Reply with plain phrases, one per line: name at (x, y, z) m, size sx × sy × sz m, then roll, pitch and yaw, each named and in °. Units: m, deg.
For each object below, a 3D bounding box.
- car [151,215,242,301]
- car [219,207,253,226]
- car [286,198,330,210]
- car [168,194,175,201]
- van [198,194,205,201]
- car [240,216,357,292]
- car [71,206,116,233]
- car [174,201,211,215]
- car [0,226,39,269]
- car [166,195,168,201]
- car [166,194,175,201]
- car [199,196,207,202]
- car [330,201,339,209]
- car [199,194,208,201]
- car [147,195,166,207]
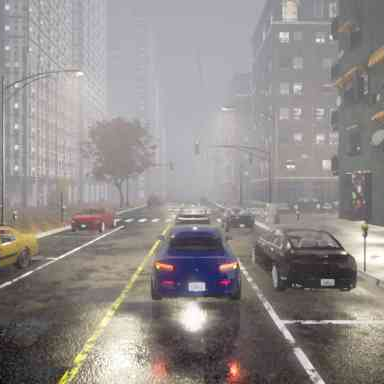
car at (0.078, 1.526, 8.232) m, size 1.812 × 1.442 × 4.674 m, roll 0°, pitch 0°, yaw 0°
car at (2.654, 1.555, 19.818) m, size 2.008 × 1.369 × 4.403 m, roll 0°, pitch 0°, yaw 0°
car at (13.352, 1.359, 39.245) m, size 4.403 × 1.369 × 2.008 m, roll -1°, pitch 1°, yaw -1°
car at (-5.856, 1.649, 85.328) m, size 1.947 × 1.339 × 4.313 m, roll 0°, pitch 0°, yaw 0°
van at (2.524, 1.424, 85.344) m, size 1.690 × 1.788 × 3.998 m, roll 0°, pitch 0°, yaw 0°
car at (2.676, 1.551, 8.752) m, size 2.008 × 1.369 × 4.403 m, roll 0°, pitch 0°, yaw 0°
car at (-5.726, 1.549, 19.802) m, size 1.887 × 1.381 × 4.507 m, roll 0°, pitch 0°, yaw 0°
car at (0.045, 1.495, 18.334) m, size 2.128 × 1.511 × 4.902 m, roll 0°, pitch 0°, yaw 0°
car at (-5.704, 1.526, 8.566) m, size 1.752 × 1.417 × 4.829 m, roll 0°, pitch 0°, yaw 0°
car at (-5.802, 1.607, 57.713) m, size 1.947 × 1.339 × 4.313 m, roll 0°, pitch 0°, yaw 0°
car at (-5.867, 1.409, 90.850) m, size 2.192 × 1.841 × 5.009 m, roll 0°, pitch 0°, yaw 0°
car at (2.535, 1.598, 79.990) m, size 1.752 × 1.417 × 4.829 m, roll 0°, pitch 0°, yaw 0°
car at (18.749, 1.259, 39.310) m, size 4.829 × 1.417 × 1.752 m, roll -1°, pitch 1°, yaw -1°
car at (2.547, 1.630, 74.298) m, size 1.947 × 1.339 × 4.313 m, roll 0°, pitch 0°, yaw 0°
car at (-5.791, 1.349, 52.190) m, size 2.192 × 1.841 × 5.009 m, roll 0°, pitch 0°, yaw 0°
